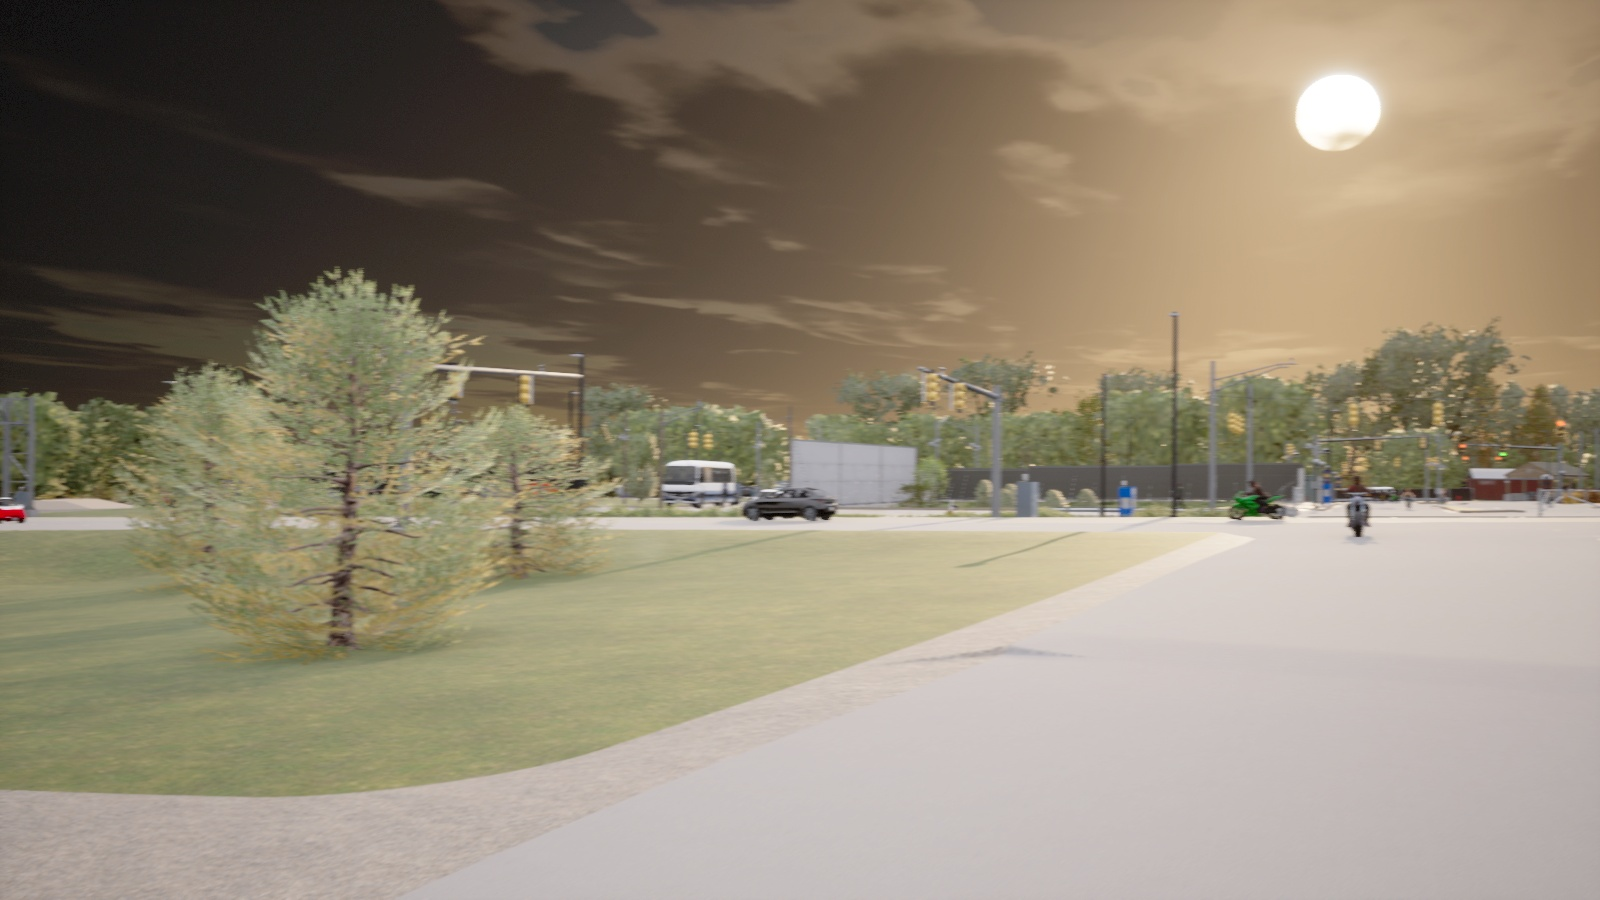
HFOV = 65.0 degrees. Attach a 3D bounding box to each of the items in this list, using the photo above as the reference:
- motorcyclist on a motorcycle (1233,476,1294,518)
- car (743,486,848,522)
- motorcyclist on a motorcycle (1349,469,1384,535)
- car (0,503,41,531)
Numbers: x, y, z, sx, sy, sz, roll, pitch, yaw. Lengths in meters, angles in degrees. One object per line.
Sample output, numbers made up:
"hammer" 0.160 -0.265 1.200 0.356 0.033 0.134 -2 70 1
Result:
"motorcyclist on a motorcycle" 17.249 1.743 46.729 2.044 1.523 0.797 -2 -2 25
"car" -0.217 2.370 54.853 4.193 1.474 1.816 -2 -2 25
"motorcyclist on a motorcycle" 14.861 1.348 32.929 0.766 1.649 2.350 -2 -2 24
"car" -41.566 3.542 66.364 2.207 1.376 1.481 -2 -2 25
